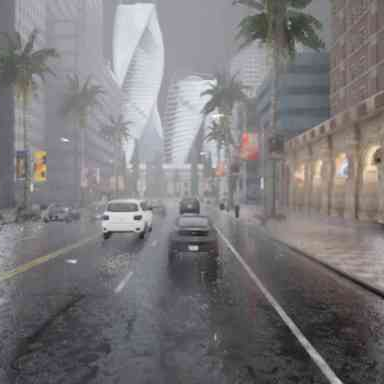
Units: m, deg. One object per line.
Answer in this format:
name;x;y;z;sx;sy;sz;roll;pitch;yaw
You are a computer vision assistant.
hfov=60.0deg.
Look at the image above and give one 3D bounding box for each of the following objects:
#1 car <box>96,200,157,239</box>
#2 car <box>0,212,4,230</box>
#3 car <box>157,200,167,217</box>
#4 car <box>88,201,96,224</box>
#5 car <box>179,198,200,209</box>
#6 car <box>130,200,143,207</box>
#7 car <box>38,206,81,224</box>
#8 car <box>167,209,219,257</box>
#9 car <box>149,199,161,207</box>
car;-3.505;1.450;18.946;2.150;2.045;5.566;0;0;-1
car;-13.713;1.606;20.532;2.185;1.767;4.553;0;-1;-1
car;-3.757;1.919;35.977;2.128;1.511;4.902;0;-1;-1
car;-7.338;1.833;28.486;2.128;1.511;4.902;0;-1;-1
car;-0.261;1.651;36.354;2.150;2.045;5.566;0;-1;-1
car;-11.362;2.322;68.248;1.812;1.442;4.674;0;-1;-1
car;-10.830;1.902;27.973;1.994;1.385;4.181;0;-1;-1
car;0.045;1.669;13.703;1.837;1.490;4.892;0;0;0
car;-7.904;2.359;70.945;2.128;1.511;4.902;0;-1;-1
